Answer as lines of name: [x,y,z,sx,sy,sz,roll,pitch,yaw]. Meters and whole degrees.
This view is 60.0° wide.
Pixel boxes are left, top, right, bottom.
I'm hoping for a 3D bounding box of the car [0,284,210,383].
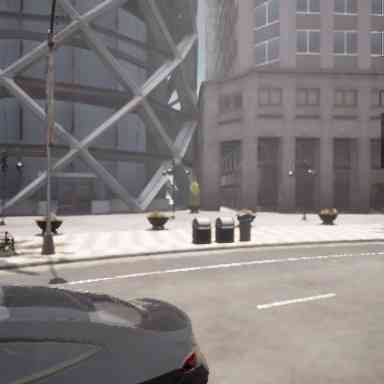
car: [-2.026,1.514,2.291,4.674,1.442,1.812,0,0,-33]
